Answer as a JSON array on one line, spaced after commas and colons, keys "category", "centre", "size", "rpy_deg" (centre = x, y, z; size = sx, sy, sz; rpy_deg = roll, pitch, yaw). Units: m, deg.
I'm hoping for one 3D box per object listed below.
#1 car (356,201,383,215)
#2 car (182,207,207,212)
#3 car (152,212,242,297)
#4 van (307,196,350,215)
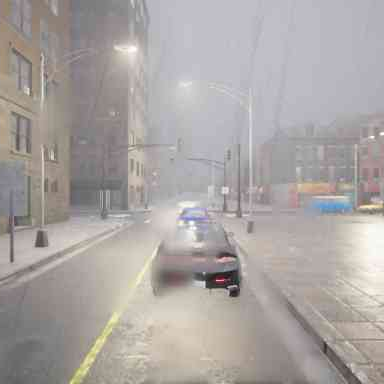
[{"category": "car", "centre": [19.213, 1.517, 33.581], "size": [4.829, 1.417, 1.752], "rpy_deg": [0, 0, 0]}, {"category": "car", "centre": [0.124, 1.525, 17.811], "size": [1.812, 1.442, 4.674], "rpy_deg": [0, 0, 1]}, {"category": "car", "centre": [0.106, 1.491, 8.545], "size": [2.128, 1.511, 4.902], "rpy_deg": [0, 0, 0]}, {"category": "van", "centre": [13.771, 1.337, 33.595], "size": [3.998, 1.788, 1.690], "rpy_deg": [0, 0, 0]}]
